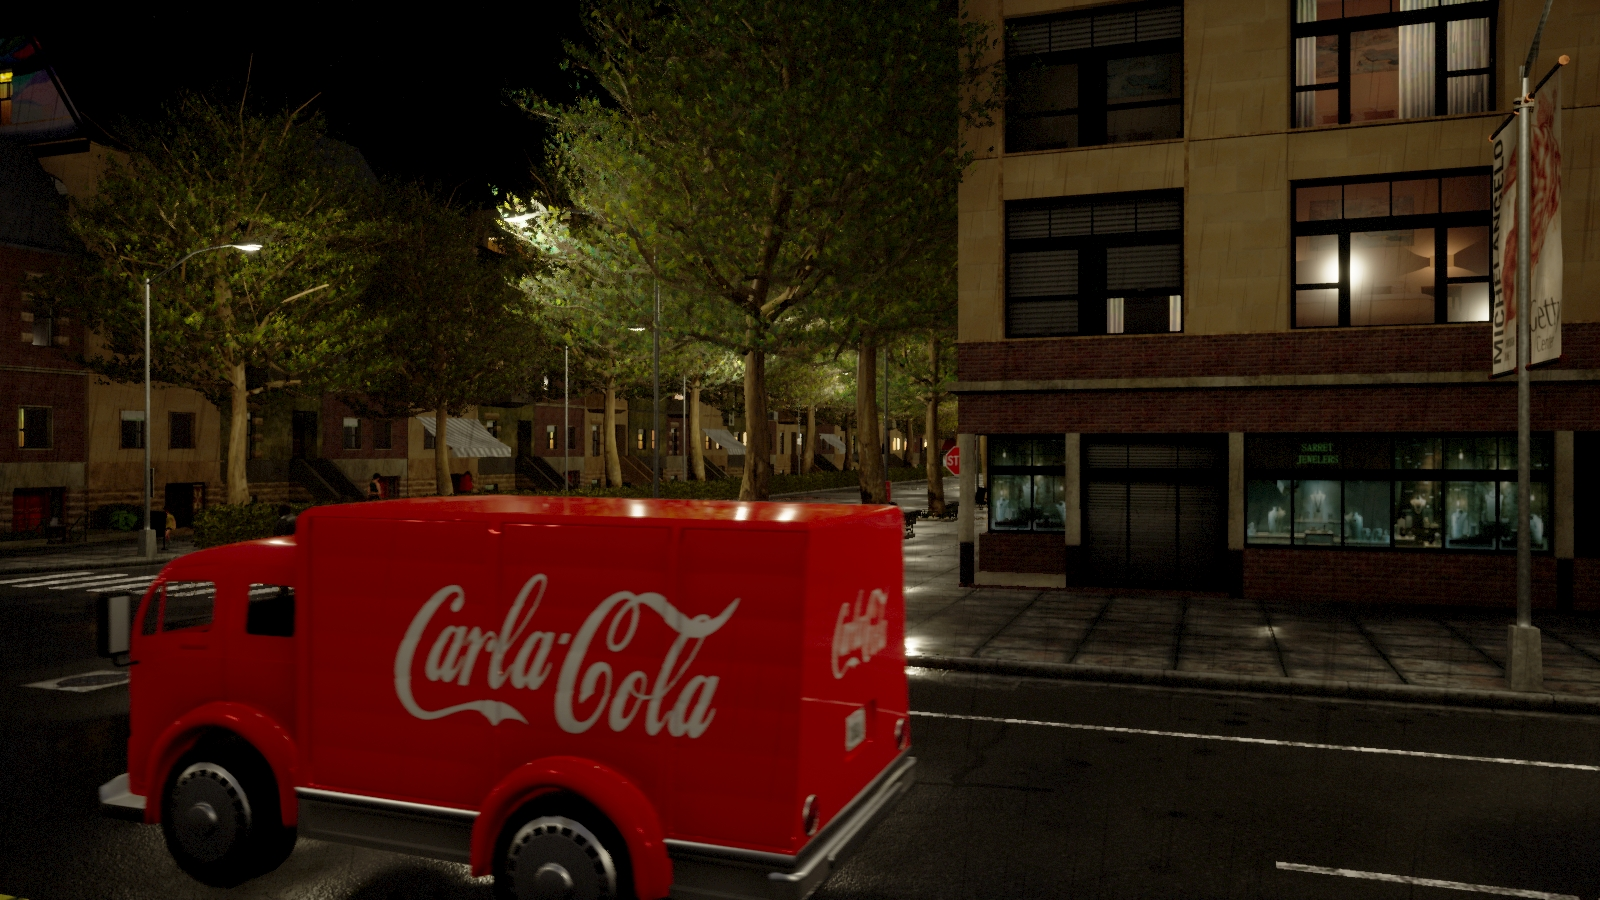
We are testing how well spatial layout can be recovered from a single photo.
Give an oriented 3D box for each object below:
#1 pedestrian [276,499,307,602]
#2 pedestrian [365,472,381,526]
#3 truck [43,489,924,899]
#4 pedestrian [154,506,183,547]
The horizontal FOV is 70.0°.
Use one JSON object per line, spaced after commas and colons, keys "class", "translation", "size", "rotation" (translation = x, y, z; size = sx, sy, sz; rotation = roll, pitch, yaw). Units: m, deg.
{"class": "pedestrian", "translation": [-9.431, 1.849, 21.183], "size": [0.375, 1.860, 0.375], "rotation": [0, 0, 20]}
{"class": "pedestrian", "translation": [-14.892, 1.696, 39.826], "size": [0.375, 1.860, 0.375], "rotation": [0, 0, 20]}
{"class": "truck", "translation": [-2.017, 1.568, 7.759], "size": [5.204, 2.467, 2.627], "rotation": [0, 0, 20]}
{"class": "pedestrian", "translation": [-17.151, 2.076, 31.039], "size": [0.500, 1.100, 0.500], "rotation": [0, 0, 3]}
